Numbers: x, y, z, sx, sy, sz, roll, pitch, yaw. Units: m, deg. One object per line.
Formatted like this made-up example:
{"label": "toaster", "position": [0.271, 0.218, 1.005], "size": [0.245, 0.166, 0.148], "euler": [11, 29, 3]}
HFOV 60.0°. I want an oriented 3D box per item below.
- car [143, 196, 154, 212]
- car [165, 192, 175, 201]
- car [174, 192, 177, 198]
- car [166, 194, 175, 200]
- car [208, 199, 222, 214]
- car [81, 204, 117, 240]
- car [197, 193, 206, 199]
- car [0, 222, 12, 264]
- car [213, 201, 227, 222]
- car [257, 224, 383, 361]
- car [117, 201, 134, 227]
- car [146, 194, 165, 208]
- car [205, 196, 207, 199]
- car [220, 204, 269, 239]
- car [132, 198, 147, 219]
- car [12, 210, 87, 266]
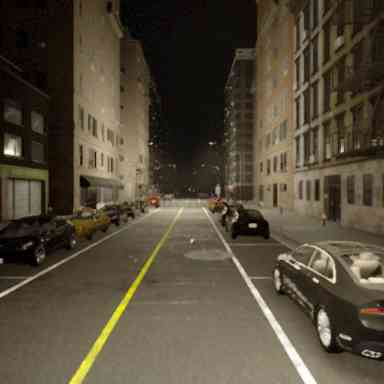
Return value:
{"label": "car", "position": [-5.292, 1.426, 32.997], "size": [2.008, 1.369, 4.403], "euler": [0, 0, 0]}
{"label": "car", "position": [-5.183, 1.268, 70.285], "size": [2.008, 1.369, 4.403], "euler": [0, 0, 0]}
{"label": "car", "position": [-5.167, 1.238, 75.740], "size": [1.887, 1.381, 4.507], "euler": [0, 0, 0]}
{"label": "car", "position": [-5.151, 1.195, 81.023], "size": [1.752, 1.417, 4.829], "euler": [0, 0, 0]}
{"label": "car", "position": [2.734, 1.400, 33.135], "size": [1.752, 1.417, 4.829], "euler": [0, 0, 0]}
{"label": "car", "position": [-5.340, 1.465, 16.589], "size": [1.752, 1.417, 4.829], "euler": [0, 0, 0]}
{"label": "car", "position": [2.890, 1.084, 86.616], "size": [1.967, 1.590, 4.097], "euler": [0, 0, 0]}
{"label": "car", "position": [-5.372, 1.504, 5.764], "size": [1.752, 1.417, 4.829], "euler": [0, 0, 0]}
{"label": "car", "position": [2.702, 1.485, 22.139], "size": [1.947, 1.339, 4.313], "euler": [0, 0, 0]}
{"label": "car", "position": [2.654, 1.529, 5.901], "size": [2.008, 1.369, 4.403], "euler": [0, 0, 0]}
{"label": "car", "position": [-5.324, 1.501, 22.172], "size": [1.802, 1.307, 4.206], "euler": [0, 0, 0]}
{"label": "car", "position": [-5.260, 1.145, 43.821], "size": [2.192, 1.841, 5.009], "euler": [0, 0, 0]}
{"label": "car", "position": [2.749, 1.435, 38.377], "size": [1.802, 1.307, 4.206], "euler": [0, 0, 0]}
{"label": "car", "position": [2.686, 1.505, 16.726], "size": [1.947, 1.339, 4.313], "euler": [0, 0, 0]}
{"label": "car", "position": [-5.307, 1.449, 27.584], "size": [2.008, 1.369, 4.403], "euler": [0, 0, 0]}
{"label": "car", "position": [-5.355, 1.525, 11.346], "size": [1.947, 1.339, 4.313], "euler": [0, 0, 0]}
